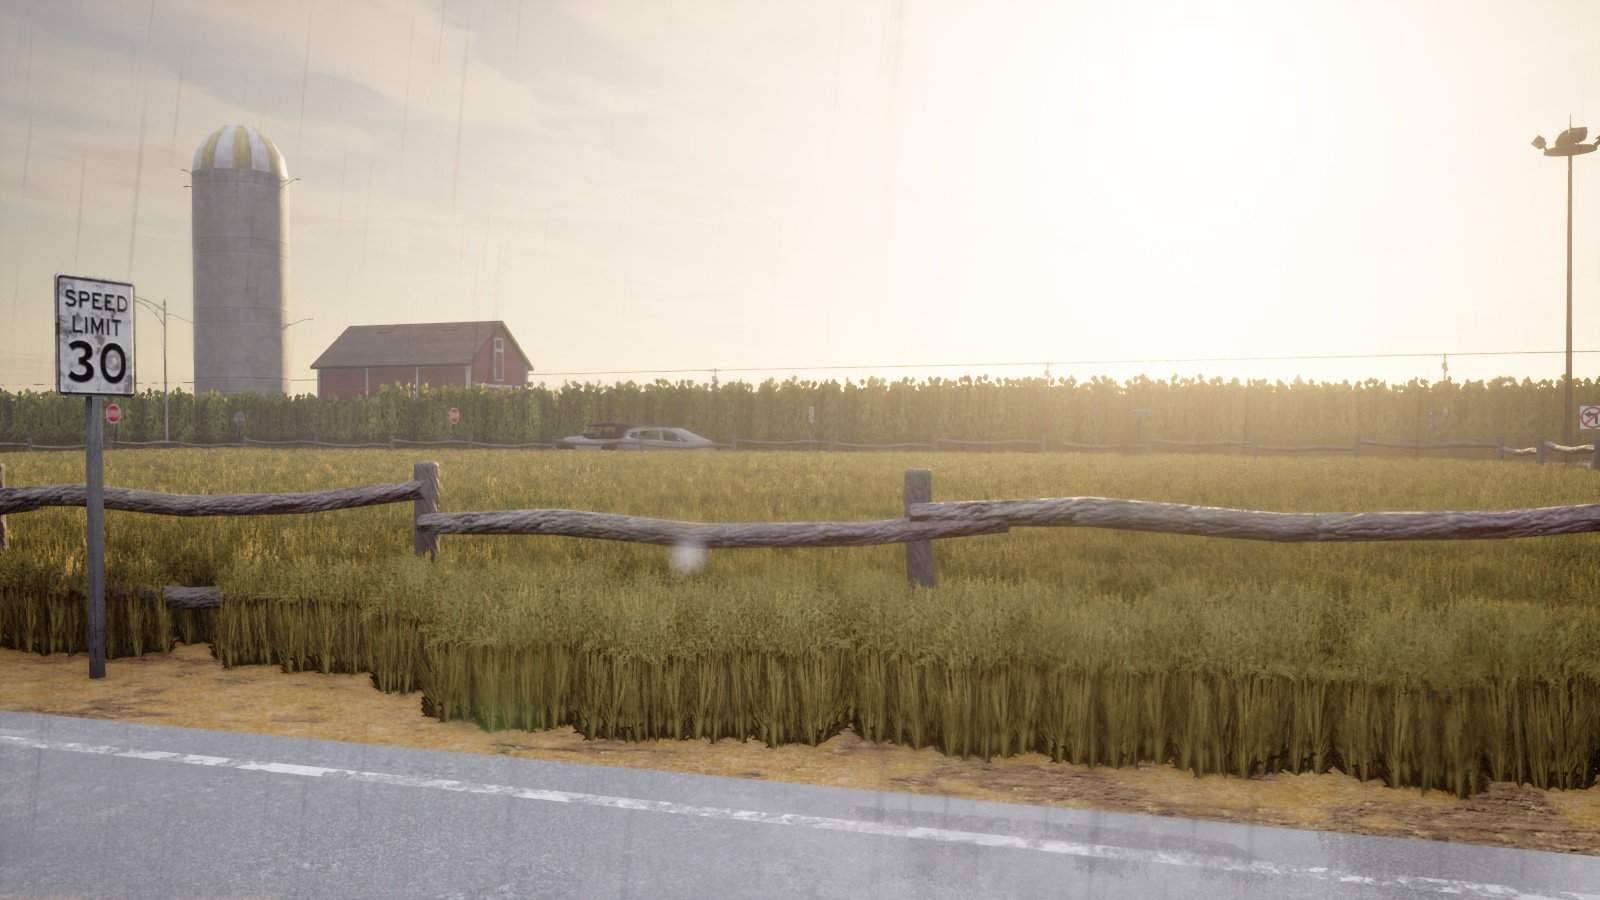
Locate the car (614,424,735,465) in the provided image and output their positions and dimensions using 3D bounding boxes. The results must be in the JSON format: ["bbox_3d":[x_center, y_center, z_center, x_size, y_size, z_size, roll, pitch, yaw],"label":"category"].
[{"bbox_3d":[-5.329,-0.264,53.568,4.611,1.667,2.242,1,1,19],"label":"car"}]

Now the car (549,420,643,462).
[{"bbox_3d":[-9.460,-0.439,58.293,3.866,1.878,1.905,1,1,19],"label":"car"}]
